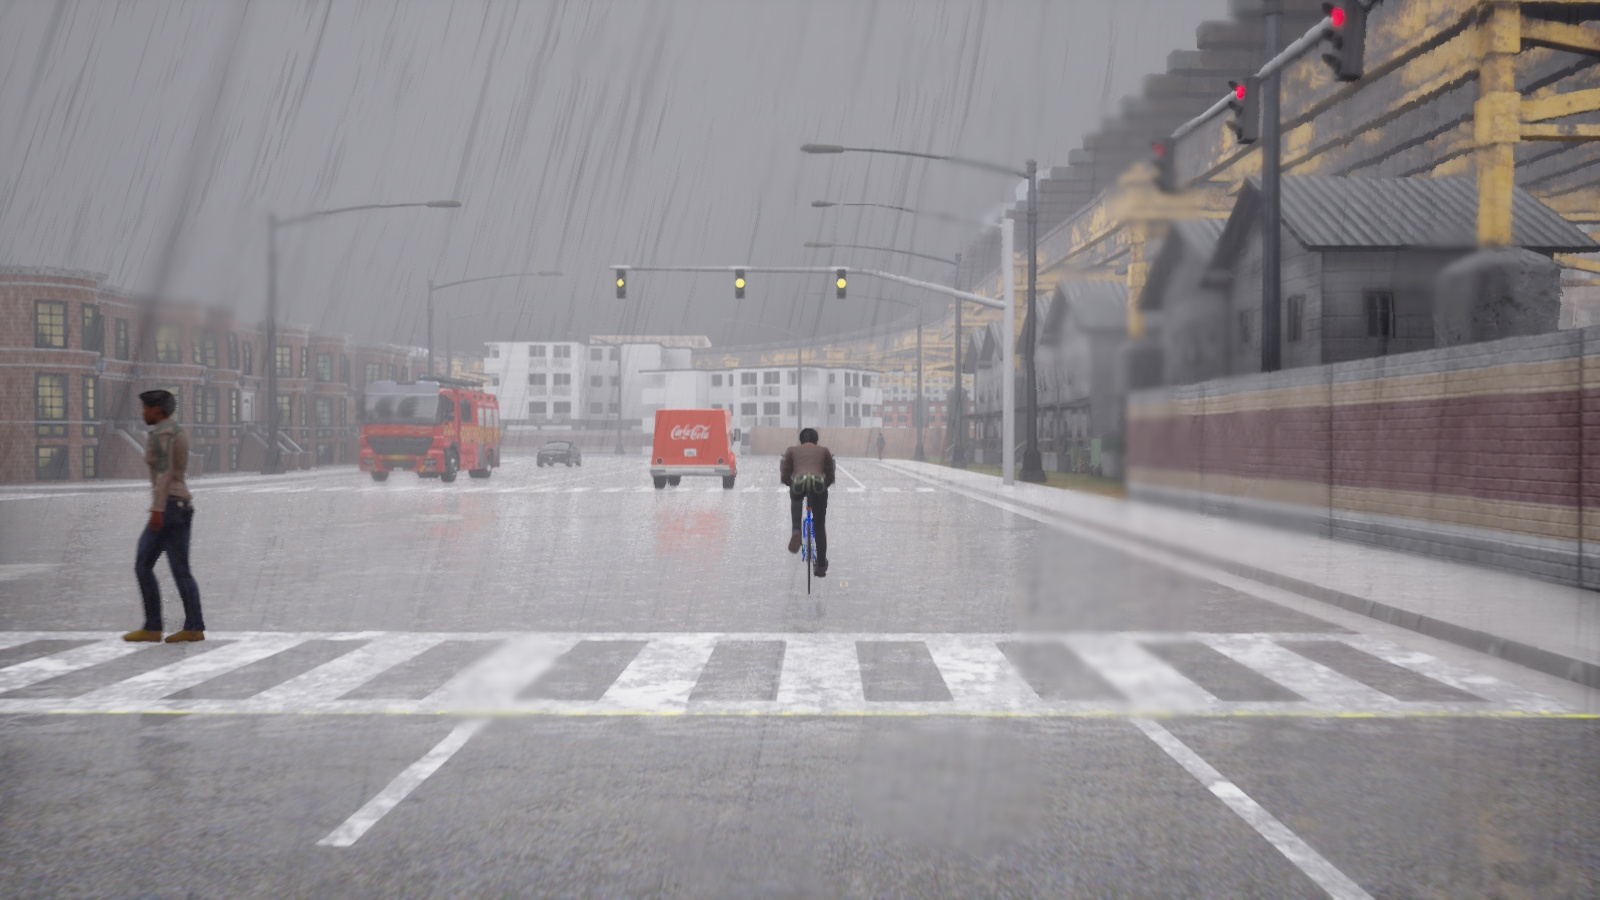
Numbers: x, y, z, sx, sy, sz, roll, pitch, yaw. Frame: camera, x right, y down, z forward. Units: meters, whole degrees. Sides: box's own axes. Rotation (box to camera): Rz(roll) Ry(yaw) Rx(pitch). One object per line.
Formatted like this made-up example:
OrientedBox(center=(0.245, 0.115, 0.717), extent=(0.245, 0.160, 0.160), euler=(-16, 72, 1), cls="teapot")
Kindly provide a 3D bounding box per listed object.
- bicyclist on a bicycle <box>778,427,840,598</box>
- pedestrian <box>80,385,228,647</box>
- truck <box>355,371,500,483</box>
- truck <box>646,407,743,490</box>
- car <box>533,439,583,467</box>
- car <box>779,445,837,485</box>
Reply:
OrientedBox(center=(0.090, 0.592, 12.728), extent=(0.582, 1.620, 1.656), euler=(0, 0, 0), cls="bicyclist on a bicycle")
OrientedBox(center=(-4.553, 0.453, 8.880), extent=(0.869, 1.805, 0.328), euler=(0, 0, -8), cls="pedestrian")
OrientedBox(center=(-13.710, -0.824, 47.041), extent=(2.891, 3.827, 8.468), euler=(0, 0, 0), cls="truck")
OrientedBox(center=(-3.251, -0.079, 40.024), extent=(2.627, 2.467, 5.204), euler=(0, 0, 0), cls="truck")
OrientedBox(center=(-13.570, 0.146, 70.709), extent=(1.837, 1.490, 4.892), euler=(0, 0, 0), cls="car")
OrientedBox(center=(0.269, 0.479, 43.731), extent=(1.895, 1.301, 4.718), euler=(0, 0, 0), cls="car")
